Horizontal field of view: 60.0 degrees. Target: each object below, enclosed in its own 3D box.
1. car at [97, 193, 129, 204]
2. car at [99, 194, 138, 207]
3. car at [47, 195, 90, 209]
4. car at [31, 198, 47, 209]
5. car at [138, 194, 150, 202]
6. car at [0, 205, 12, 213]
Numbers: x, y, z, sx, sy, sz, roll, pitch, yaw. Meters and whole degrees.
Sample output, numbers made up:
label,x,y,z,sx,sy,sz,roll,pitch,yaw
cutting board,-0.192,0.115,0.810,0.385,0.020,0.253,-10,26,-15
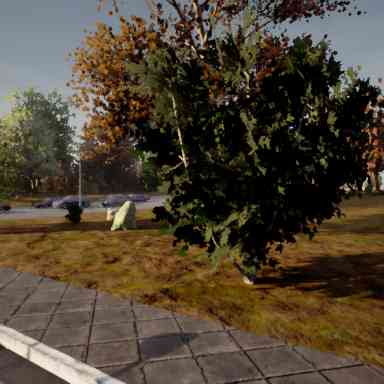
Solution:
label,x,y,z,sx,sy,sz,roll,pitch,yaw
car,-12.338,1.007,52.075,1.812,1.442,4.674,0,3,39
car,-9.720,1.221,43.902,1.994,1.385,4.181,0,2,39
car,-15.490,1.177,42.650,2.097,1.767,4.553,0,2,39
car,-18.552,1.399,44.433,2.033,1.411,5.357,0,2,39
car,-8.798,0.957,50.900,2.033,1.411,5.357,0,3,39
car,-21.768,1.644,34.901,1.895,1.301,4.718,0,1,39
